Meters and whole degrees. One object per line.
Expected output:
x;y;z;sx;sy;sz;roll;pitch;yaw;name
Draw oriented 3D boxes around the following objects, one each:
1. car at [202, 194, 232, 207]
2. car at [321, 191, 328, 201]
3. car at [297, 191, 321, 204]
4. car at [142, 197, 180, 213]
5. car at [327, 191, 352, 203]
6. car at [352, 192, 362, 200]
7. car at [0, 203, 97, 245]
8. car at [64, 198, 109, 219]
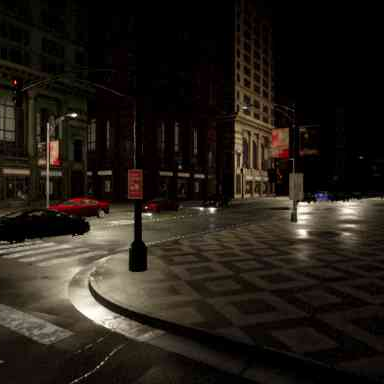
3.054;1.009;40.252;1.837;1.490;4.892;0;1;36;car
22.069;0.594;55.470;2.097;1.767;4.553;0;1;36;car
16.226;0.861;47.245;2.128;1.511;4.902;0;1;36;car
-2.982;1.199;31.769;1.994;1.385;4.181;0;1;36;car
22.408;0.835;50.329;1.812;1.442;4.674;0;1;36;car
29.565;0.676;60.404;1.812;1.442;4.674;0;1;35;car
-6.849;1.433;15.147;1.994;1.385;4.181;1;1;41;car
-8.350;1.231;24.221;1.882;1.535;5.008;0;1;35;car
